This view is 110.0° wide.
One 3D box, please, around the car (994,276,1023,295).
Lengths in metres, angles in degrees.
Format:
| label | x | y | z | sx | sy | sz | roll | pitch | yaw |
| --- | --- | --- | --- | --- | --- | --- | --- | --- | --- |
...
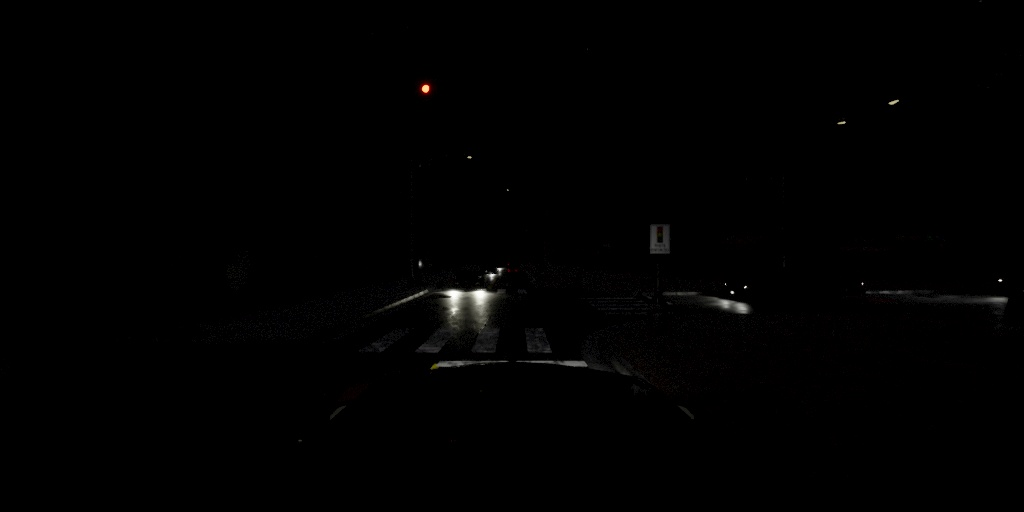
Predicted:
| label | x | y | z | sx | sy | sz | roll | pitch | yaw |
| --- | --- | --- | --- | --- | --- | --- | --- | --- | --- |
| car | 24.892 | 1.205 | 15.994 | 4.718 | 1.301 | 1.895 | 0 | 0 | 0 |

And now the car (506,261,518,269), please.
| label | x | y | z | sx | sy | sz | roll | pitch | yaw |
| --- | --- | --- | --- | --- | --- | --- | --- | --- | --- |
| car | 0.064 | 1.383 | 58.350 | 1.895 | 1.301 | 4.718 | 0 | 0 | 0 |

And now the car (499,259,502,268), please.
| label | x | y | z | sx | sy | sz | roll | pitch | yaw |
| --- | --- | --- | --- | --- | --- | --- | --- | --- | --- |
| car | -2.789 | 1.308 | 62.218 | 1.837 | 1.490 | 4.892 | 0 | 0 | 0 |

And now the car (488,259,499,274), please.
| label | x | y | z | sx | sy | sz | roll | pitch | yaw |
| --- | --- | --- | --- | --- | --- | --- | --- | --- | --- |
| car | -2.869 | 1.311 | 41.566 | 2.033 | 1.411 | 5.357 | 0 | 0 | 0 |

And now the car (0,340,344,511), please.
| label | x | y | z | sx | sy | sz | roll | pitch | yaw |
| --- | --- | --- | --- | --- | --- | --- | --- | --- | --- |
| car | -2.847 | 1.297 | 1.777 | 2.033 | 1.411 | 5.357 | 0 | 0 | 0 |

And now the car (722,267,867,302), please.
| label | x | y | z | sx | sy | sz | roll | pitch | yaw |
| --- | --- | --- | --- | --- | --- | --- | --- | --- | --- |
| car | 12.451 | 1.218 | 15.951 | 5.357 | 1.411 | 2.033 | 0 | 0 | 0 |

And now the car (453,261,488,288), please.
| label | x | y | z | sx | sy | sz | roll | pitch | yaw |
| --- | --- | --- | --- | --- | --- | --- | --- | --- | --- |
| car | -2.785 | 1.229 | 23.793 | 1.882 | 1.535 | 5.008 | 0 | 0 | -2 |
